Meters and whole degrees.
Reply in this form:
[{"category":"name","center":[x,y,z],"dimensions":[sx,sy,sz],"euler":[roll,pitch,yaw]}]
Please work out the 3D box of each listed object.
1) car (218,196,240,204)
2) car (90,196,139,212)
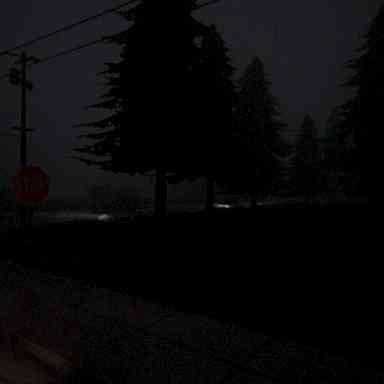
[{"category":"car","center":[5.575,1.225,50.242],"dimensions":[1.994,1.385,4.181],"euler":[1,1,34]},{"category":"car","center":[-7.144,1.153,31.025],"dimensions":[1.882,1.535,5.008],"euler":[1,1,33]}]
